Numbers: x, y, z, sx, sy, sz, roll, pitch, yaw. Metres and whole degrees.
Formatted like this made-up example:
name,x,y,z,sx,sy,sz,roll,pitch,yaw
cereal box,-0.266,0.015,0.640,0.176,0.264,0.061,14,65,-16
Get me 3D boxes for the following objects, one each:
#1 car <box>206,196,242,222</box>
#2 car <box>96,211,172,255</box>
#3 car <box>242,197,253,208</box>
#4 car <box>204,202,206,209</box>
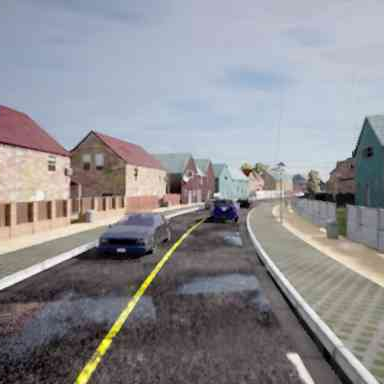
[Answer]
name,x,y,z,sx,sy,sz,roll,pitch,yaw
car,2.611,1.243,25.867,2.097,1.767,4.553,0,0,9
car,-2.054,1.513,13.553,2.033,1.411,5.357,0,0,6
car,6.852,1.334,43.560,1.994,1.385,4.181,0,0,17
car,2.825,1.277,40.267,2.128,1.511,4.902,0,0,16
